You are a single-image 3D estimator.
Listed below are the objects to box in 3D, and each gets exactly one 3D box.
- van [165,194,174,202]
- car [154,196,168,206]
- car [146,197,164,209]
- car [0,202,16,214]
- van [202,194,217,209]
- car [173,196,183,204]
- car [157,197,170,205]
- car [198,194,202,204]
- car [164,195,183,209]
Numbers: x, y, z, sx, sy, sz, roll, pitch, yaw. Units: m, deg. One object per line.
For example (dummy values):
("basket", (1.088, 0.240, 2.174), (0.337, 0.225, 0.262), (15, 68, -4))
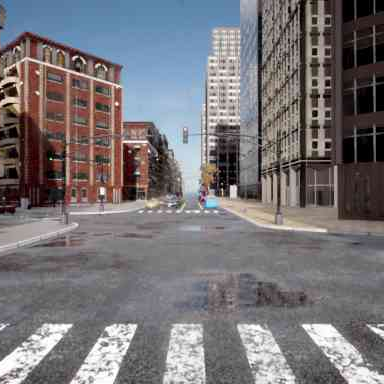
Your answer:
("van", (-5.302, 1.468, 79.099), (1.690, 1.788, 3.998), (0, 0, 0))
("car", (-5.305, 1.506, 56.891), (1.967, 1.590, 4.097), (0, 0, 0))
("car", (-5.306, 1.567, 45.615), (1.752, 1.417, 4.829), (0, 0, 0))
("car", (-21.141, 1.787, 36.459), (4.718, 1.301, 1.895), (-1, -1, 41))
("van", (2.575, 1.383, 45.784), (1.690, 1.788, 3.998), (0, 0, 0))
("car", (-2.766, 1.616, 66.428), (1.812, 1.442, 4.674), (0, 0, 1))
("car", (-5.305, 1.646, 62.443), (1.947, 1.339, 4.313), (0, 0, 0))
("car", (2.576, 1.639, 67.993), (1.887, 1.381, 4.507), (0, 0, 0))
("car", (-2.806, 1.534, 45.974), (2.128, 1.511, 4.902), (0, 0, 2))
